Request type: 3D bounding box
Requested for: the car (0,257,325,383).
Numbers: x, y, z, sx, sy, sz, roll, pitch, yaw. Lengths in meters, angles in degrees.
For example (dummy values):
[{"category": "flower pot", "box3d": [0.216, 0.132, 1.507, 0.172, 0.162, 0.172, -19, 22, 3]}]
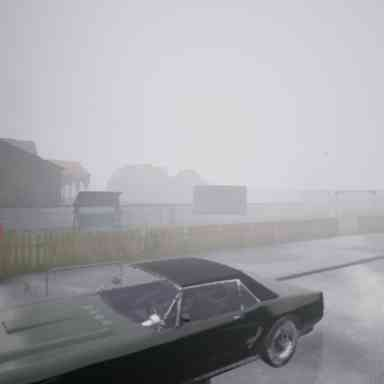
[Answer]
[{"category": "car", "box3d": [-0.420, 1.634, 4.311, 4.718, 1.301, 1.895, 1, -1, -36]}]
